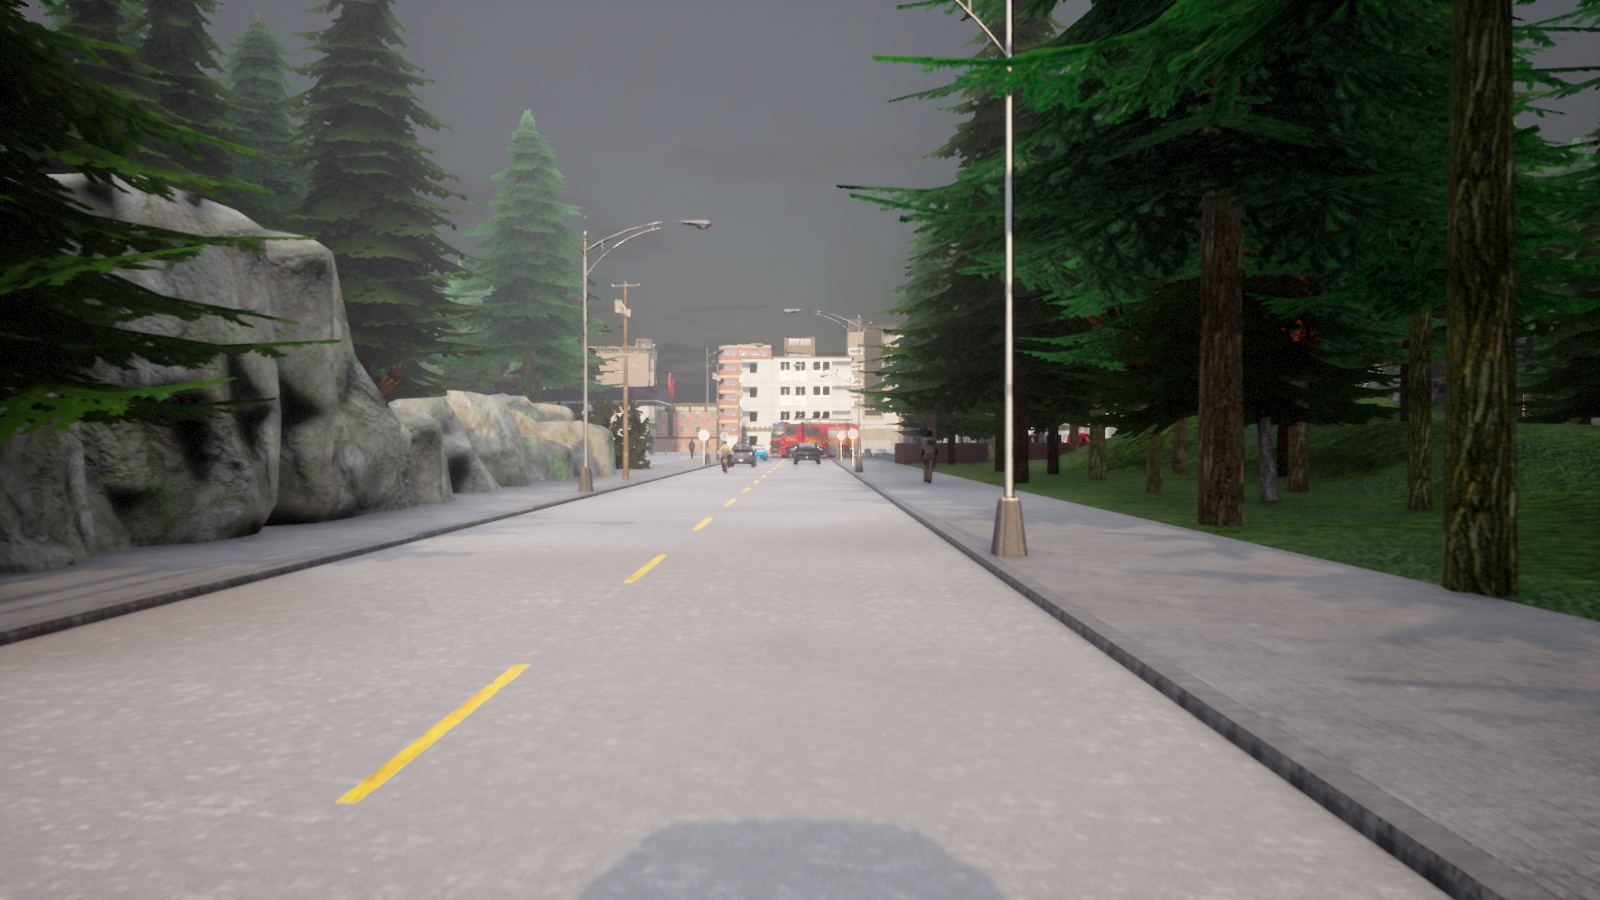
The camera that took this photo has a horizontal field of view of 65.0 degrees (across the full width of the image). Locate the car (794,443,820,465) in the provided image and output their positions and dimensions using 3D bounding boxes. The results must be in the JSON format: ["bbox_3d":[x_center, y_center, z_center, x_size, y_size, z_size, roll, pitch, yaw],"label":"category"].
[{"bbox_3d":[0.497,0.250,88.983,1.837,1.490,4.892,0,0,0],"label":"car"}]

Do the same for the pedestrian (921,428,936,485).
[{"bbox_3d":[4.373,0.219,42.717,0.396,1.930,0.692,0,0,-2],"label":"pedestrian"}]

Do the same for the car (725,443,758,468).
[{"bbox_3d":[-3.555,0.324,77.040,1.845,1.501,3.633,0,0,0],"label":"car"}]
